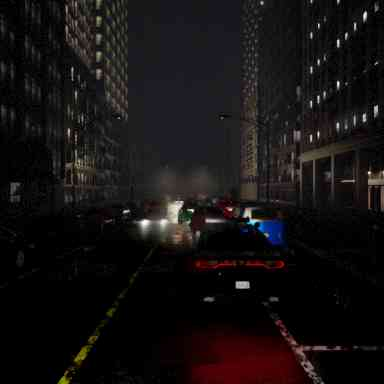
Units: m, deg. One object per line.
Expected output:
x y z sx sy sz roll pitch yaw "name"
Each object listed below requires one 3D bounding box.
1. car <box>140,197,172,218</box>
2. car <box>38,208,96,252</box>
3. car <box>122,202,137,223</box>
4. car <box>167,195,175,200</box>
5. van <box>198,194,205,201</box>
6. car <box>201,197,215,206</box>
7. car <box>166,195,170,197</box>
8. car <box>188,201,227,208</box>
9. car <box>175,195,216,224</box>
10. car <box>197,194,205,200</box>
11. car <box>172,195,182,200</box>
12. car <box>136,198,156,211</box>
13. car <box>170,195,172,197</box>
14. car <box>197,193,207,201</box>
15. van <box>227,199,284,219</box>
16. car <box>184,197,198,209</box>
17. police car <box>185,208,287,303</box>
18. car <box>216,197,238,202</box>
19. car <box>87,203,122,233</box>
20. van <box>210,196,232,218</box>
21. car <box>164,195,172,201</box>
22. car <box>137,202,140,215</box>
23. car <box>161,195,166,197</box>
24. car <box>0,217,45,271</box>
-3.170 1.470 30.025 1.882 1.535 5.008 0 0 0 "car"
-5.731 1.563 13.938 1.947 1.339 4.313 -1 0 0 "car"
-5.759 1.545 25.305 2.008 1.369 4.403 -1 0 0 "car"
-5.922 1.539 93.509 1.947 1.339 4.313 -1 0 0 "car"
2.471 1.317 87.845 1.690 1.788 3.998 -1 0 0 "van"
2.555 1.537 53.743 2.008 1.369 4.403 -1 0 0 "car"
-5.853 1.565 65.090 1.802 1.307 4.206 -1 0 0 "car"
0.856 1.473 18.300 1.882 1.535 5.008 0 0 0 "car"
0.325 1.346 24.395 2.097 1.767 4.553 0 0 8 "car"
2.458 1.413 93.529 1.967 1.590 4.097 -1 0 0 "car"
-3.194 1.469 81.081 2.128 1.511 4.902 0 0 0 "car"
-5.799 1.541 42.356 2.008 1.369 4.403 -1 0 0 "car"
-5.868 1.421 70.774 1.967 1.590 4.097 -1 0 0 "car"
2.484 1.293 82.162 2.192 1.841 5.009 -1 0 0 "car"
2.648 1.338 13.958 1.690 1.788 3.998 -1 0 0 "van"
-0.086 1.514 46.325 1.812 1.442 4.674 0 0 0 "car"
0.880 1.423 8.410 1.930 1.638 5.238 0 0 0 "police car"
2.620 1.309 25.325 2.192 1.841 5.009 -1 0 0 "car"
-5.744 1.540 19.621 1.887 1.381 4.507 -1 0 0 "car"
2.607 1.334 31.009 1.690 1.788 3.998 -1 0 0 "van"
-5.894 1.503 81.972 1.752 1.417 4.829 -1 0 0 "car"
-5.771 1.575 30.989 1.802 1.307 4.206 -1 0 0 "car"
-5.826 1.537 53.723 2.008 1.369 4.403 -1 0 0 "car"
-5.717 1.549 8.254 2.008 1.369 4.403 -1 0 0 "car"
